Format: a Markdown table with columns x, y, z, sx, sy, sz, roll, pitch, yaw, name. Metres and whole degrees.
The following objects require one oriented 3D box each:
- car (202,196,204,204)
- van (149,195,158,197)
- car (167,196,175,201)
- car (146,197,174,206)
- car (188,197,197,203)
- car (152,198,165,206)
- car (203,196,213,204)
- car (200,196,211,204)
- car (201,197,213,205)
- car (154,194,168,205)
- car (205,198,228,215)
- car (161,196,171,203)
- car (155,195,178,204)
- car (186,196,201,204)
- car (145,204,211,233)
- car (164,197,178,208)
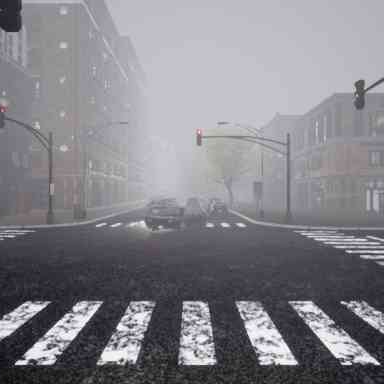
| x | y | z | sx | sy | sz | roll | pitch | yaw | name |
| --- | --- | --- | --- | --- | --- | --- | --- | --- | --- |
| 2.698 | 1.488 | 45.007 | 1.967 | 1.590 | 4.097 | 0 | 0 | 0 | car |
| -5.682 | 1.399 | 50.707 | 1.690 | 1.788 | 3.998 | 0 | 0 | 0 | van |
| -5.674 | 1.687 | 90.415 | 1.752 | 1.417 | 4.829 | 0 | 0 | 0 | car |
| -3.095 | 1.516 | 30.825 | 2.128 | 1.511 | 4.902 | 0 | 0 | 0 | car |
| 0.027 | 1.702 | 71.349 | 1.895 | 1.301 | 4.718 | 0 | 0 | 0 | car |
| -5.680 | 1.651 | 56.404 | 1.802 | 1.307 | 4.206 | 0 | 0 | 0 | car |
| 2.697 | 1.479 | 39.310 | 1.967 | 1.590 | 4.097 | 0 | 0 | 0 | car |
| 2.702 | 1.536 | 67.794 | 1.967 | 1.590 | 4.097 | 0 | 0 | 0 | car |
| 2.702 | 1.633 | 62.097 | 2.008 | 1.369 | 4.403 | 0 | 0 | 0 | car |
| -5.680 | 1.397 | 62.101 | 2.192 | 1.841 | 5.009 | 0 | 0 | 0 | car |
| 2.696 | 1.580 | 33.613 | 2.008 | 1.369 | 4.403 | 0 | 0 | 0 | car |
| -5.677 | 1.663 | 73.494 | 2.008 | 1.369 | 4.403 | 0 | 0 | 0 | car |
| -3.086 | 1.518 | 40.273 | 1.882 | 1.535 | 5.008 | 0 | 0 | 0 | car |
| 0.110 | 1.536 | 50.969 | 1.882 | 1.535 | 5.008 | 0 | 0 | 0 | car |
| -0.793 | 1.610 | 20.010 | 1.895 | 1.301 | 4.718 | 0 | 0 | 25 | car |
| -3.077 | 1.583 | 50.371 | 1.812 | 1.442 | 4.674 | 0 | 0 | 0 | car |
